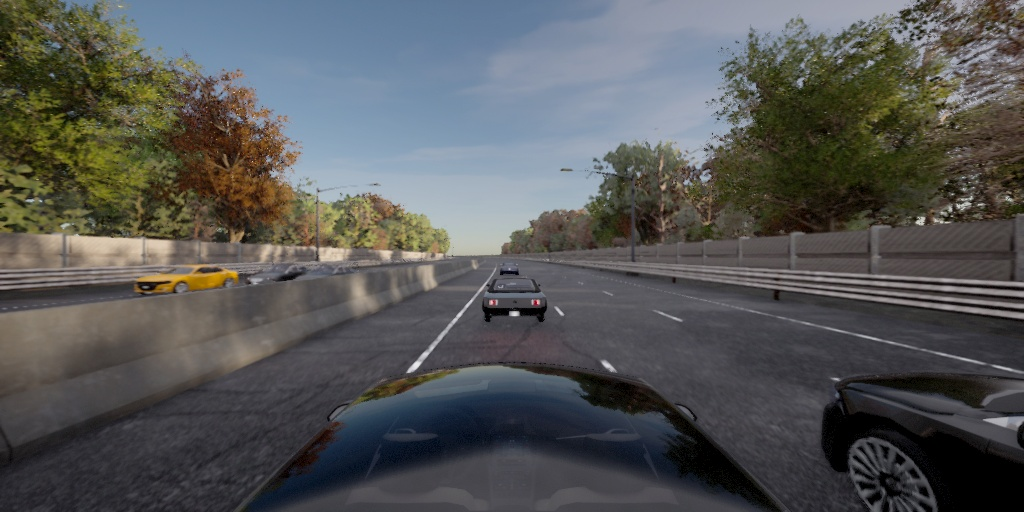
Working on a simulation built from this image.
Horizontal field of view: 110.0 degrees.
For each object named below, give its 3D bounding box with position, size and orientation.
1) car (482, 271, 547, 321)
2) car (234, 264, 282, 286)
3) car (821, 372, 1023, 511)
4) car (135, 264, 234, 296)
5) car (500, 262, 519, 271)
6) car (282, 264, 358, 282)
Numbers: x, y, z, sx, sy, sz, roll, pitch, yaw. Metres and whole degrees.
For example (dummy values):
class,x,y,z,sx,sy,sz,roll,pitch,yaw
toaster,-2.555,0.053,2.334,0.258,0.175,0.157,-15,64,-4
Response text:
class,x,y,z,sx,sy,sz,roll,pitch,yaw
car,0.064,1.355,12.422,1.895,1.301,4.718,0,0,0
car,-14.125,1.251,22.180,2.128,1.511,4.902,0,0,0
car,3.592,1.240,1.092,2.128,1.511,4.902,0,0,0
car,-17.628,1.236,19.749,1.882,1.535,5.008,0,0,0
car,-0.298,1.328,39.192,1.994,1.385,4.181,0,0,-1
car,-10.627,1.251,20.865,2.128,1.511,4.902,0,0,0
